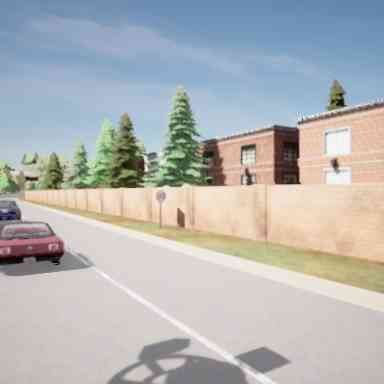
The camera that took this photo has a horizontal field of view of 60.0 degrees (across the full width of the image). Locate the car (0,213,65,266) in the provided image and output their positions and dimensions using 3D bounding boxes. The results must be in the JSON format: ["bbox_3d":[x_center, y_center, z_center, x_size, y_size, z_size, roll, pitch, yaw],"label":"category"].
[{"bbox_3d":[-5.638,1.598,11.104,1.895,1.301,4.718,0,0,-31],"label":"car"}]

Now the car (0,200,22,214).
[{"bbox_3d":[-13.874,1.343,24.584,2.097,1.767,4.553,0,0,-31],"label":"car"}]
